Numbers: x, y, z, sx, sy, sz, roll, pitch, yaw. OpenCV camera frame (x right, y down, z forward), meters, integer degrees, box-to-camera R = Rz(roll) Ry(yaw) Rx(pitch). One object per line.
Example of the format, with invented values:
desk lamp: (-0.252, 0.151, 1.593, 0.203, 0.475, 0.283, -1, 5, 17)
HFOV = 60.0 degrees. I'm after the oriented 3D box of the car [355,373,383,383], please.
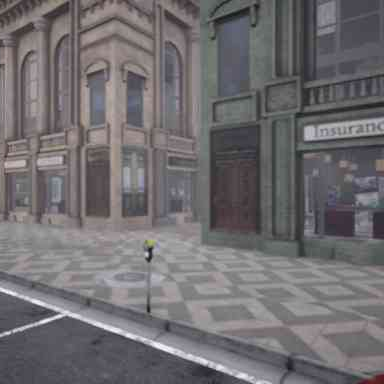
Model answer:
car: (2.756, 1.549, 0.998, 4.507, 1.381, 1.887, 0, 0, 36)
